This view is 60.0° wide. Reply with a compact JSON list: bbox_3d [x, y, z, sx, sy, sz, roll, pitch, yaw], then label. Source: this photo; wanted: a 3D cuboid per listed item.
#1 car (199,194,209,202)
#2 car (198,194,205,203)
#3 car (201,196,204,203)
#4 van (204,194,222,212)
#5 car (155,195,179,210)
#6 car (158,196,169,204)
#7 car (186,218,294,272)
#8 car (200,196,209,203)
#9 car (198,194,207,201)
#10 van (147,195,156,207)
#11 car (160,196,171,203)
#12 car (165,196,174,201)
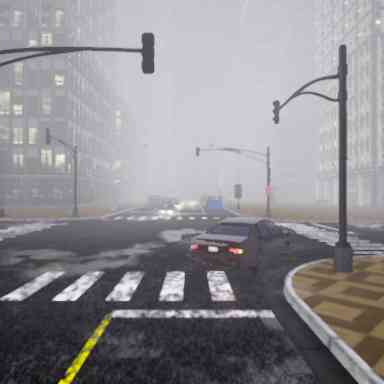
[{"bbox_3d":[2.698,1.348,78.259,2.192,1.841,5.009,0,0,0],"label":"car"},{"bbox_3d":[2.658,1.345,67.179,2.192,1.841,5.009,0,0,0],"label":"car"},{"bbox_3d":[2.603,1.565,45.025,1.887,1.381,4.507,0,0,0],"label":"car"},{"bbox_3d":[2.674,1.359,39.487,1.690,1.788,3.998,0,0,0],"label":"van"},{"bbox_3d":[-3.209,1.512,43.547,2.128,1.511,4.902,0,0,0],"label":"car"},{"bbox_3d":[-5.723,1.596,67.208,1.947,1.339,4.313,0,0,0],"label":"car"},{"bbox_3d":[1.844,1.555,10.932,2.033,1.411,5.357,0,0,31],"label":"car"},{"bbox_3d":[2.677,1.576,72.718,1.887,1.381,4.507,0,0,0],"label":"car"},{"bbox_3d":[2.737,1.352,89.337,2.192,1.841,5.009,0,0,0],"label":"car"},{"bbox_3d":[-5.781,1.365,50.591,1.690,1.788,3.998,0,0,0],"label":"van"},{"bbox_3d":[-5.703,1.583,72.747,2.008,1.369,4.403,0,0,0],"label":"car"},{"bbox_3d":[-5.664,1.617,83.827,1.802,1.307,4.206,0,0,0],"label":"car"}]
